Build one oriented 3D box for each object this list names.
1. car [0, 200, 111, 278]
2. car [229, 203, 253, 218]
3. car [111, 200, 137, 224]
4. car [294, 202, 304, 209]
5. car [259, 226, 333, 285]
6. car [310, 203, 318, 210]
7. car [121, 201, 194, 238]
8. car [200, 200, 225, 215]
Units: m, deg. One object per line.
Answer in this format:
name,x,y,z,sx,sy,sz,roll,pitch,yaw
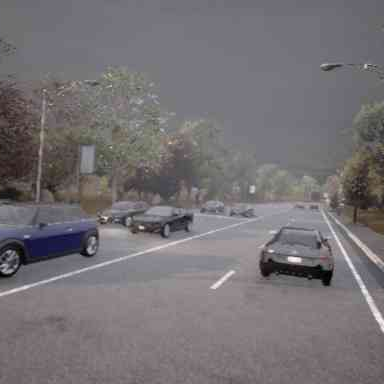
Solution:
car,-4.631,1.070,9.340,2.097,1.767,4.553,4,0,21
car,5.456,1.945,36.285,1.837,1.490,4.892,4,-1,21
car,-4.004,1.290,21.033,1.837,1.490,4.892,4,0,21
car,26.272,3.475,81.874,1.895,1.301,4.718,4,0,21
car,3.423,1.815,10.686,1.994,1.385,4.181,4,0,21
car,29.393,3.577,80.227,1.837,1.490,4.892,4,0,21
car,-1.463,1.423,17.847,1.882,1.535,5.008,4,0,21
car,2.469,1.755,38.258,1.837,1.490,4.892,4,-1,21
